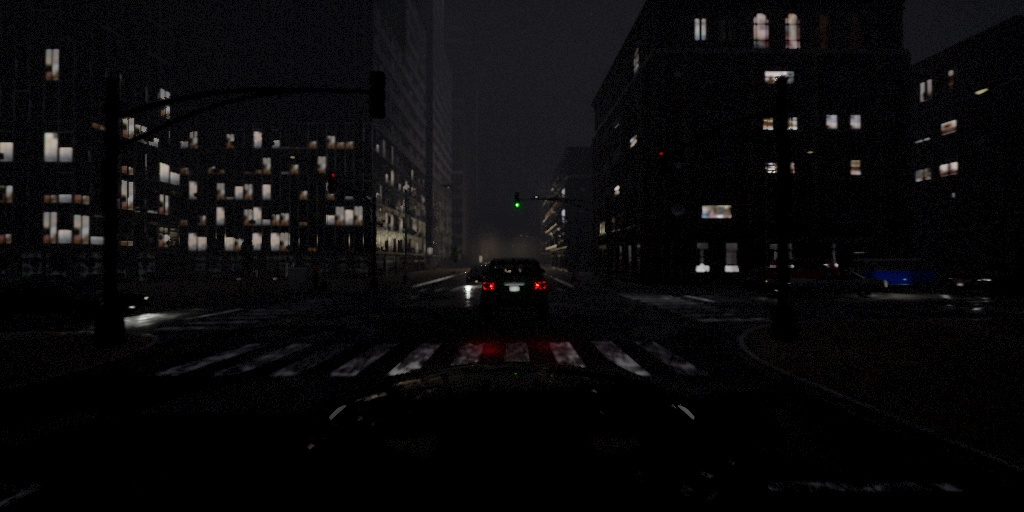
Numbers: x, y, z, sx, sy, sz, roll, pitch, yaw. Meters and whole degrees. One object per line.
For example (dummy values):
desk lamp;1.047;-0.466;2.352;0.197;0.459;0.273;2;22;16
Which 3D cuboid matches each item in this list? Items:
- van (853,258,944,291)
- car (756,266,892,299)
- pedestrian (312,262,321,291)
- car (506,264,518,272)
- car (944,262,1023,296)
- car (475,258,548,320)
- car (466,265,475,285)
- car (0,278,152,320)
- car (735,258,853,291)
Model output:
van;20.978;1.020;20.011;3.998;1.789;1.690;0;0;-1
car;15.059;1.330;17.490;4.718;1.301;1.895;-1;-1;-1
pedestrian;-12.351;1.278;22.588;0.375;1.860;0.375;0;0;-1
car;-0.006;2.057;61.939;1.994;1.385;4.181;0;-1;0
car;24.384;1.104;17.590;4.902;1.511;2.128;-1;-1;-1
car;0.077;1.102;13.387;2.150;2.045;5.566;-1;-1;0
car;-2.837;1.658;30.954;2.033;1.411;5.357;0;-1;-1
car;-17.690;1.670;14.152;5.357;1.411;2.033;-1;-1;-1
car;15.323;1.065;19.950;5.009;1.841;2.192;0;0;-1
